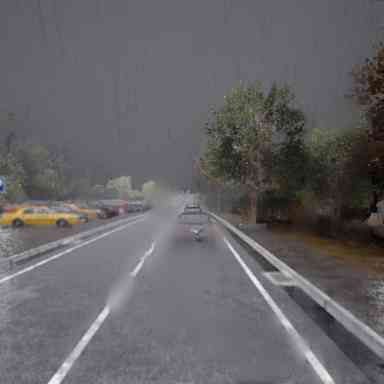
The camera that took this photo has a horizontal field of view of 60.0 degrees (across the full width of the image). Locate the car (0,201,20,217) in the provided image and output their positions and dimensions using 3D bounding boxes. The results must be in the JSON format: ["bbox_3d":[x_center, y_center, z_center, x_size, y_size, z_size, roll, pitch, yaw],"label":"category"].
[{"bbox_3d":[-23.386,1.994,39.629,4.553,1.767,2.185,0,-2,0],"label":"car"}]

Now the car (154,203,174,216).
[{"bbox_3d":[-3.350,2.216,42.204,1.837,1.490,4.892,0,-2,0],"label":"car"}]

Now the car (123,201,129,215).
[{"bbox_3d":[-10.340,2.154,39.422,4.674,1.452,2.002,0,-2,0],"label":"car"}]

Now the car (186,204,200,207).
[{"bbox_3d":[0.089,2.017,35.870,2.128,1.511,4.902,0,-2,0],"label":"car"}]

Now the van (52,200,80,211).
[{"bbox_3d":[-23.295,2.558,61.634,4.442,1.987,1.878,0,-2,0],"label":"van"}]

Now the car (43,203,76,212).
[{"bbox_3d":[-23.417,2.691,59.008,5.008,1.535,2.097,0,-2,0],"label":"car"}]

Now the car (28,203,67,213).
[{"bbox_3d":[-23.229,2.525,53.472,5.366,1.575,1.946,0,-2,0],"label":"car"}]

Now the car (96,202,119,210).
[{"bbox_3d":[-23.375,3.927,92.210,5.566,2.045,2.435,0,-3,0],"label":"car"}]

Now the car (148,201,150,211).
[{"bbox_3d":[-10.361,2.717,58.853,4.792,1.488,2.163,0,-2,0],"label":"car"}]

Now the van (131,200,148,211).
[{"bbox_3d":[-10.216,2.380,56.080,4.442,1.987,1.878,0,-2,0],"label":"van"}]

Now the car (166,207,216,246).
[{"bbox_3d":[0.095,1.650,15.657,2.033,1.411,5.357,0,-1,0],"label":"car"}]

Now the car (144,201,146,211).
[{"bbox_3d":[-10.336,2.563,53.297,4.674,1.452,2.002,0,-2,0],"label":"car"}]

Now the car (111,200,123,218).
[{"bbox_3d":[-10.310,1.699,33.881,5.566,2.045,2.435,0,-2,0],"label":"car"}]

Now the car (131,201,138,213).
[{"bbox_3d":[-10.341,2.278,44.974,5.008,1.535,2.097,0,-2,0],"label":"car"}]

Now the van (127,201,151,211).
[{"bbox_3d":[-10.214,2.684,64.387,4.442,1.987,1.878,0,-3,0],"label":"van"}]

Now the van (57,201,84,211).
[{"bbox_3d":[-23.527,2.690,64.534,4.442,1.987,1.878,0,-3,0],"label":"van"}]

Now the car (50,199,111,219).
[{"bbox_3d":[-10.371,1.746,31.107,4.553,1.767,2.185,0,-2,0],"label":"car"}]

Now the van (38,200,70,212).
[{"bbox_3d":[-23.296,2.384,56.245,4.442,1.987,1.878,0,-2,0],"label":"van"}]

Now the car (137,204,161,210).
[{"bbox_3d":[-10.141,3.539,78.243,5.366,1.575,1.946,0,-3,0],"label":"car"}]

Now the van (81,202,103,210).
[{"bbox_3d":[-23.523,3.316,78.246,4.442,1.987,1.878,0,-3,0],"label":"van"}]

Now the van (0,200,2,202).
[{"bbox_3d":[-23.535,1.812,36.863,4.442,1.987,1.878,0,-2,0],"label":"van"}]

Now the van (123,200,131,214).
[{"bbox_3d":[-10.453,1.970,42.205,4.442,1.987,1.878,0,-2,0],"label":"van"}]

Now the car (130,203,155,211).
[{"bbox_3d":[-10.324,3.163,69.923,5.008,1.535,2.097,0,-3,0],"label":"car"}]

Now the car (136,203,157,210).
[{"bbox_3d":[-10.296,3.290,75.475,4.553,1.767,2.185,0,-3,0],"label":"car"}]

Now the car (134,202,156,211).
[{"bbox_3d":[-10.297,3.164,72.702,4.553,1.767,2.185,0,-3,0],"label":"car"}]

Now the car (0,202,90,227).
[{"bbox_3d":[-10.156,1.670,22.788,5.366,1.575,1.946,0,-1,0],"label":"car"}]

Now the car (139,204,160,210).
[{"bbox_3d":[-10.320,3.670,81.016,4.892,1.521,2.231,0,-3,0],"label":"car"}]

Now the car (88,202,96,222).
[{"bbox_3d":[-10.347,1.732,25.556,4.892,1.521,2.231,0,-1,0],"label":"car"}]

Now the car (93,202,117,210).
[{"bbox_3d":[-23.376,3.801,89.442,5.566,2.045,2.435,0,-3,0],"label":"car"}]

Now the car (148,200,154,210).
[{"bbox_3d":[-10.360,2.532,61.614,5.566,2.045,2.435,0,-3,0],"label":"car"}]

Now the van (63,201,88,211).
[{"bbox_3d":[-23.526,2.811,67.177,4.442,1.987,1.878,0,-3,0],"label":"van"}]

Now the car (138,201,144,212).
[{"bbox_3d":[-10.304,2.471,50.521,4.792,1.488,2.163,0,-2,0],"label":"car"}]

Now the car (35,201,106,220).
[{"bbox_3d":[-10.347,1.797,28.327,5.008,1.535,2.097,0,-2,0],"label":"car"}]
